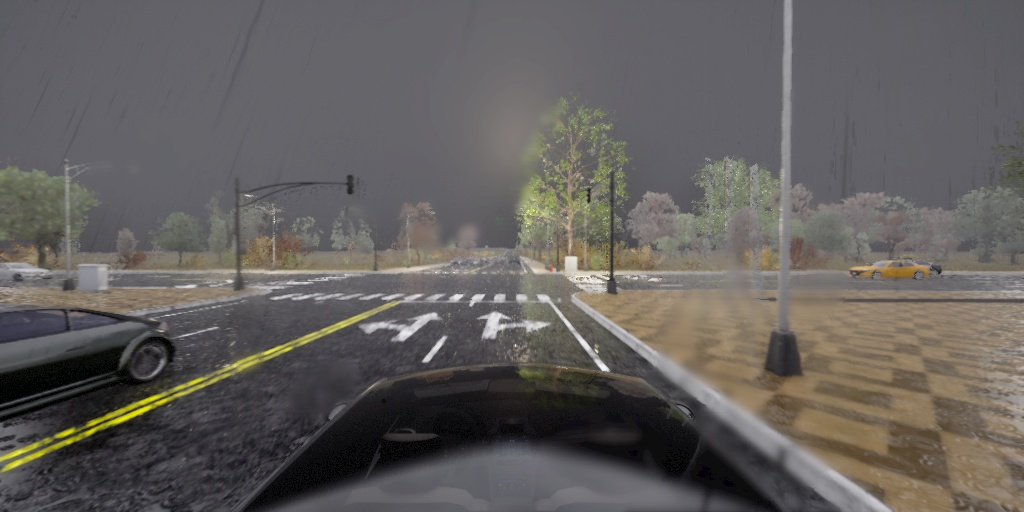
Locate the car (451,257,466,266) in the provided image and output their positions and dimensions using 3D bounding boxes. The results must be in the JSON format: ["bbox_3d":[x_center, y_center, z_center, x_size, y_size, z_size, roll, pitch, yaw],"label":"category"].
[{"bbox_3d":[-9.426,0.888,63.053,2.097,1.767,4.553,0,0,1],"label":"car"}]

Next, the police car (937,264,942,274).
[{"bbox_3d":[33.823,0.978,31.064,5.238,1.638,1.930,0,1,3],"label":"police car"}]

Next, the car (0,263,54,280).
[{"bbox_3d":[-39.274,1.250,28.331,4.674,1.442,1.812,0,1,3],"label":"car"}]

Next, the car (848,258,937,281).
[{"bbox_3d":[29.422,1.090,28.108,5.008,1.535,1.882,0,1,3],"label":"car"}]

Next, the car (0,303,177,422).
[{"bbox_3d":[-6.576,1.305,4.186,1.994,1.385,4.181,0,0,0],"label":"car"}]

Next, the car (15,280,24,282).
[{"bbox_3d":[-9.827,1.246,4.461,1.837,1.490,4.892,0,0,0],"label":"car"}]

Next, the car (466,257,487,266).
[{"bbox_3d":[-6.178,1.034,62.974,2.128,1.511,4.902,0,0,1],"label":"car"}]

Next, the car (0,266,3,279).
[{"bbox_3d":[-39.443,1.288,25.082,4.892,1.490,1.837,0,1,3],"label":"car"}]
